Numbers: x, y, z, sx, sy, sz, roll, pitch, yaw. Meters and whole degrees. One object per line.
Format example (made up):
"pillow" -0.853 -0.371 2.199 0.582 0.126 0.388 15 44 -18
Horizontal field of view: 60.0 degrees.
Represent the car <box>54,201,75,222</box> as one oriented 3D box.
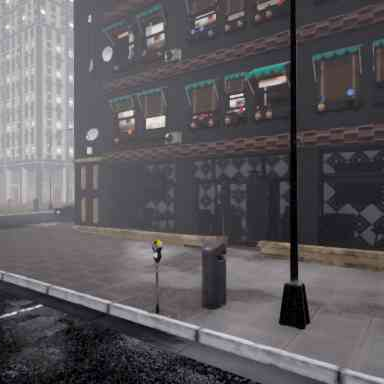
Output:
"car" -7.286 1.279 22.789 1.947 1.339 4.313 1 1 35
